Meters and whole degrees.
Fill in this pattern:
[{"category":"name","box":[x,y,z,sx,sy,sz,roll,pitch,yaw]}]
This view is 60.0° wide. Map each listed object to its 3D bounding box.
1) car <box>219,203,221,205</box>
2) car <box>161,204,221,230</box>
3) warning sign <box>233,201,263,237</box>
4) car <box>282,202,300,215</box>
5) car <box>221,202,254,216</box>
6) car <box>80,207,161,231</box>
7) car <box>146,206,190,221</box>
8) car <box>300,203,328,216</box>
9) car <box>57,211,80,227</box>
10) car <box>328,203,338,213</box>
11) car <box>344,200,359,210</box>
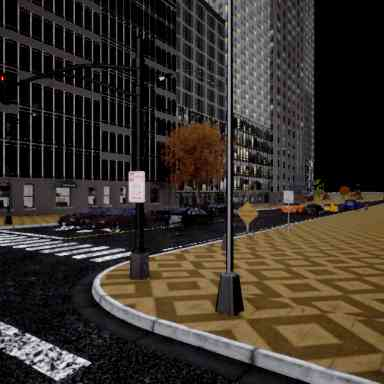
[{"category":"car","box":[3.062,2.167,41.934,2.128,1.511,4.902,0,-1,33]},{"category":"car","box":[-0.122,1.884,24.624,2.128,1.511,4.902,0,-1,33]},{"category":"warning sign","box":[3.112,1.454,18.562,1.300,1.860,1.060,1,1,33]},{"category":"car","box":[14.470,2.226,47.367,2.097,1.767,4.553,0,-1,33]},{"category":"car","box":[5.866,2.034,40.284,2.097,1.767,4.553,0,-1,33]},{"category":"car","box":[-4.883,1.874,23.634,2.033,1.411,5.357,0,-1,33]},{"category":"car","box":[-2.338,2.098,33.577,1.895,1.301,4.718,0,-1,33]},{"category":"car","box":[16.288,2.354,44.210,1.837,1.490,4.892,0,-1,33]},{"category":"car","box":[-7.535,1.873,25.518,2.033,1.411,5.357,0,-1,33]},{"category":"car","box":[21.886,2.510,52.975,1.882,1.535,5.008,0,-1,33]},{"category":"car","box":[31.485,2.537,65.764,2.150,2.045,5.566,0,-1,33]}]
